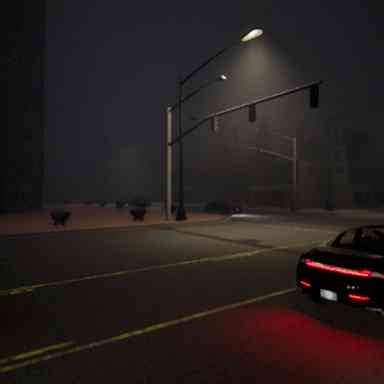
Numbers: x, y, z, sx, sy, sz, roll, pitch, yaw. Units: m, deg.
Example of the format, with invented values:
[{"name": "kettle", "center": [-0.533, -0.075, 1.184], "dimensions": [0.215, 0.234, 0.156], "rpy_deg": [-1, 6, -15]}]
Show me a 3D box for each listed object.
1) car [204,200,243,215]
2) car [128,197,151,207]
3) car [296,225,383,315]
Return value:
[{"name": "car", "center": [3.037, 1.451, 32.343], "dimensions": [1.994, 1.385, 4.181], "rpy_deg": [0, 0, -35]}, {"name": "car", "center": [-7.553, 1.421, 47.568], "dimensions": [1.812, 1.442, 4.674], "rpy_deg": [0, 0, -35]}, {"name": "car", "center": [4.194, 1.438, 6.789], "dimensions": [4.902, 1.511, 2.128], "rpy_deg": [0, 0, -35]}]
